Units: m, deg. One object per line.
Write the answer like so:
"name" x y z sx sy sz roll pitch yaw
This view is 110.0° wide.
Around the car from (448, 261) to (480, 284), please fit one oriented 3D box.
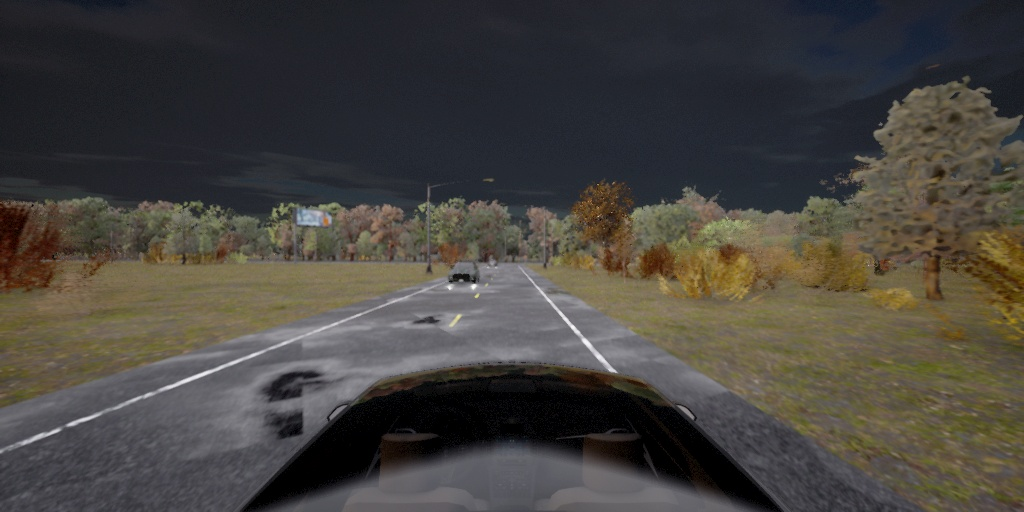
"car" -3.681 1.195 28.190 2.097 1.767 4.553 0 0 0
